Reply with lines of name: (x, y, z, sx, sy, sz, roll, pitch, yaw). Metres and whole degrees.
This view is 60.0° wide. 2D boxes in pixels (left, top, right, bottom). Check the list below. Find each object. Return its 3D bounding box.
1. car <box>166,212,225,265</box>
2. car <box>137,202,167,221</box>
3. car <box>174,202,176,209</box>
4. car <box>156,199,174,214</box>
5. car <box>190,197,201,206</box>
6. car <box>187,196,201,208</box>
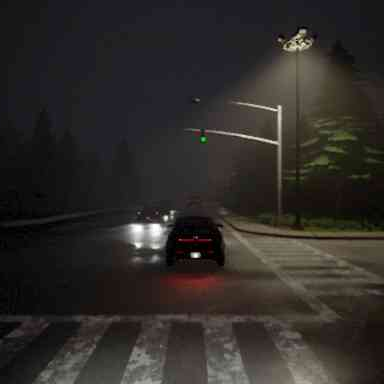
car: (0.110, 1.604, 12.132, 1.837, 1.490, 4.892, 0, 0, 0)
car: (-3.572, 1.808, 29.194, 1.895, 1.301, 4.718, 0, 0, 0)
car: (-3.420, 1.848, 48.497, 1.837, 1.490, 4.892, 0, 0, 1)
car: (-3.541, 1.750, 38.476, 1.882, 1.535, 5.008, 0, 0, 0)
car: (0.721, 1.831, 67.549, 2.097, 1.767, 4.553, 0, 0, 2)
car: (0.343, 1.626, 57.139, 2.150, 2.045, 5.566, 0, 0, 2)
